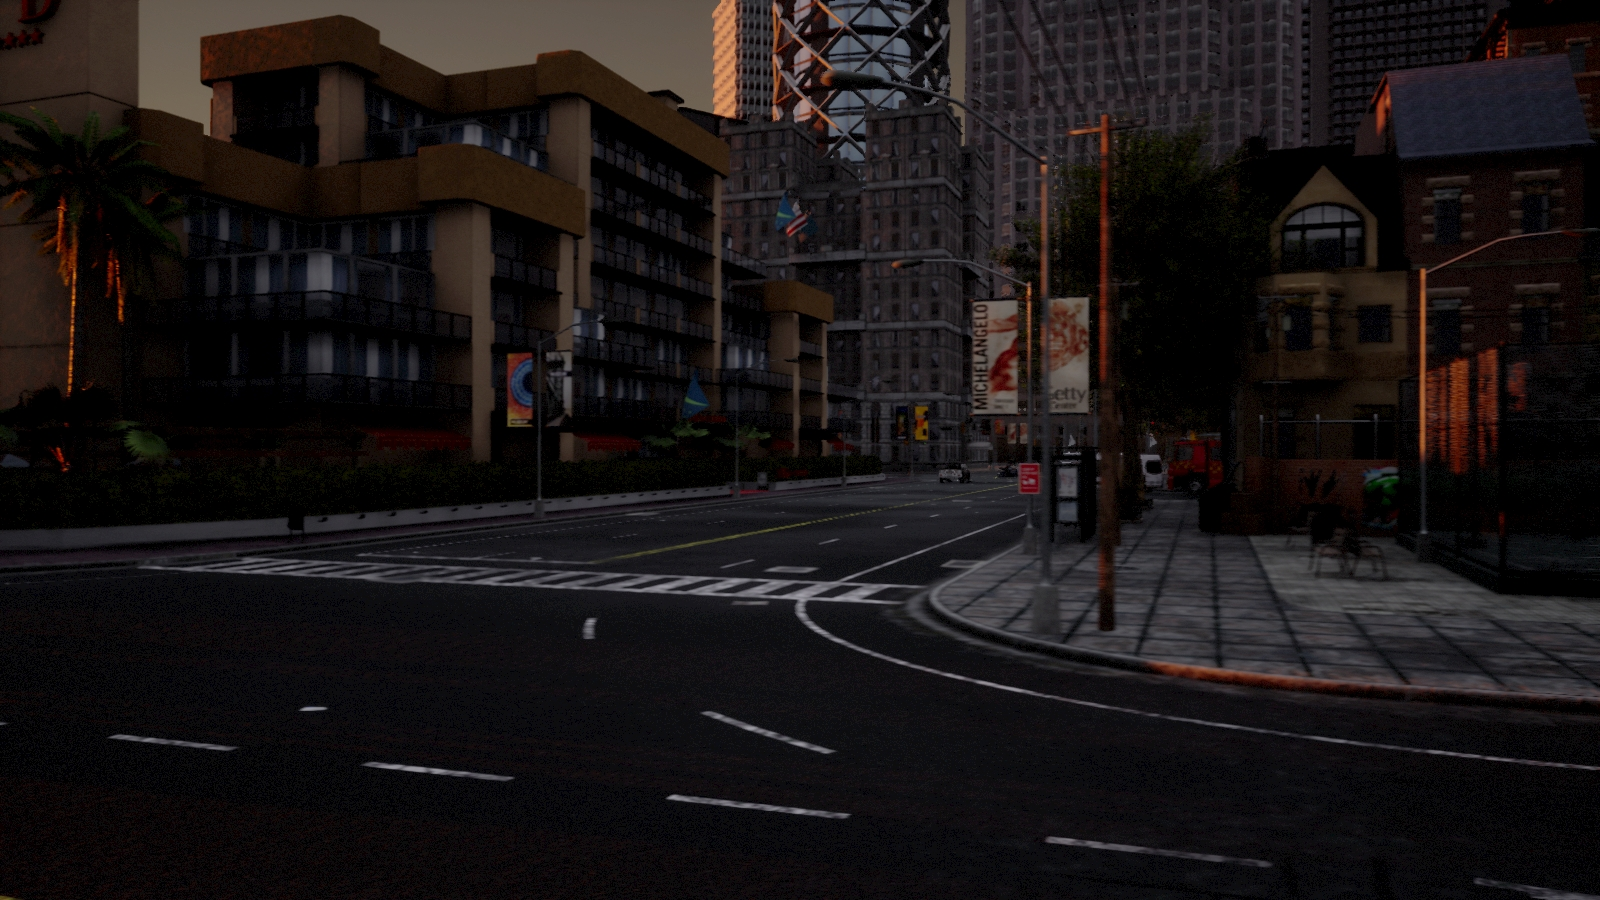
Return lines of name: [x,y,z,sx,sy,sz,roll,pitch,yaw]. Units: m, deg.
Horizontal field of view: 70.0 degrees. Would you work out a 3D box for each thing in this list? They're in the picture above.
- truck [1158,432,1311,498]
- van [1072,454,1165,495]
truck: [26.440,0.891,69.593,8.468,3.827,2.891,0,0,26]
van: [20.878,1.535,75.144,1.988,2.561,5.915,0,0,-37]
